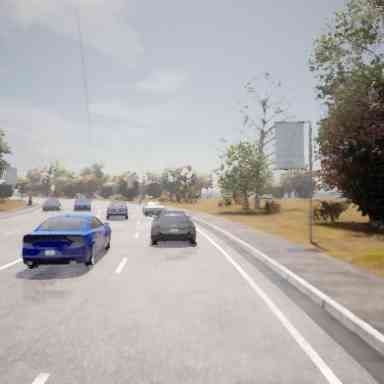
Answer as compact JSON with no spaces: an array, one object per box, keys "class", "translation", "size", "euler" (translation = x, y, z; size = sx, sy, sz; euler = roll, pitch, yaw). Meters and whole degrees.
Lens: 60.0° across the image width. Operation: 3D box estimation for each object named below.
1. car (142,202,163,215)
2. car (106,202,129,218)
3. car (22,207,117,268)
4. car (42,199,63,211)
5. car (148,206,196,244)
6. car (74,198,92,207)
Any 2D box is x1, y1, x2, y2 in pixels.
[{"class":"car","translation":[-3.965,1.612,33.652],"size":[1.895,1.301,4.718],"euler":[0,0,-13]},{"class":"car","translation":[-6.628,1.561,29.596],"size":[2.033,1.411,5.357],"euler":[0,0,-12]},{"class":"car","translation":[-4.017,1.487,11.434],"size":[1.882,1.535,5.008],"euler":[0,0,-4]},{"class":"car","translation":[-16.594,1.547,39.602],"size":[1.812,1.442,4.674],"euler":[0,0,-16]},{"class":"car","translation":[-0.941,1.568,15.859],"size":[1.994,1.385,4.181],"euler":[0,0,-6]},{"class":"car","translation":[-12.928,1.497,39.496],"size":[1.882,1.535,5.008],"euler":[0,0,-16]}]
